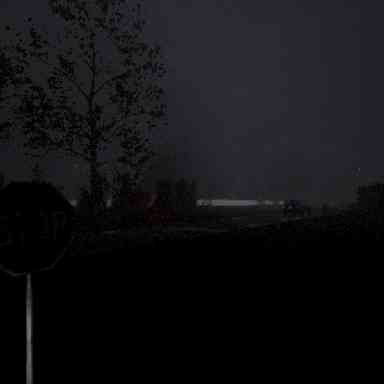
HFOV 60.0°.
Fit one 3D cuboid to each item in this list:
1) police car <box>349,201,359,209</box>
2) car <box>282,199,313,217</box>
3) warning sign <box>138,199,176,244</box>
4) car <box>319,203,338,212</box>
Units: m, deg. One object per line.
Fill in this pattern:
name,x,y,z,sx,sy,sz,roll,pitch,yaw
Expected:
police car,31.799,2.492,64.849,1.930,1.638,5.238,-1,-2,35
car,12.370,1.844,38.898,2.150,2.045,5.566,-1,-2,35
warning sign,-1.561,1.247,14.810,1.300,1.860,1.060,0,0,35
car,20.984,2.387,51.138,1.994,1.385,4.181,-1,-2,35
